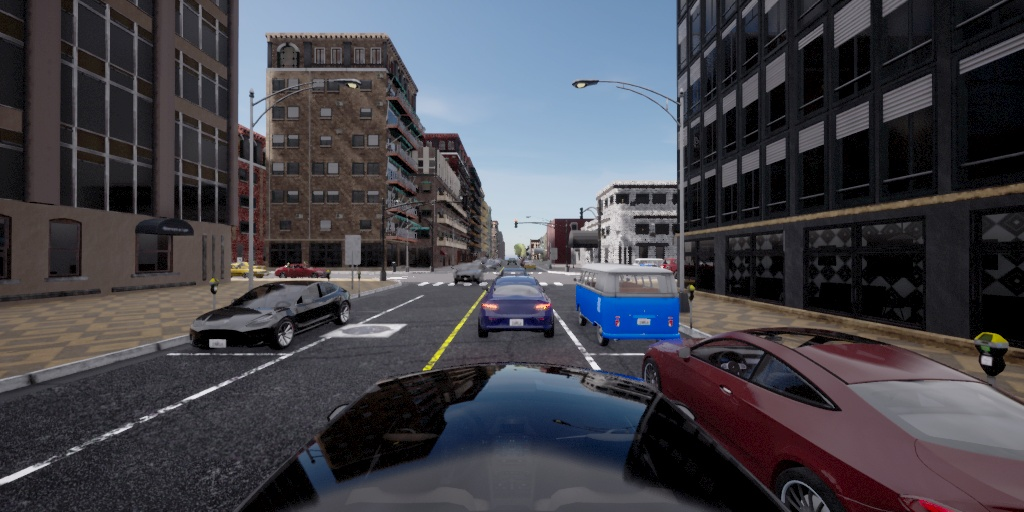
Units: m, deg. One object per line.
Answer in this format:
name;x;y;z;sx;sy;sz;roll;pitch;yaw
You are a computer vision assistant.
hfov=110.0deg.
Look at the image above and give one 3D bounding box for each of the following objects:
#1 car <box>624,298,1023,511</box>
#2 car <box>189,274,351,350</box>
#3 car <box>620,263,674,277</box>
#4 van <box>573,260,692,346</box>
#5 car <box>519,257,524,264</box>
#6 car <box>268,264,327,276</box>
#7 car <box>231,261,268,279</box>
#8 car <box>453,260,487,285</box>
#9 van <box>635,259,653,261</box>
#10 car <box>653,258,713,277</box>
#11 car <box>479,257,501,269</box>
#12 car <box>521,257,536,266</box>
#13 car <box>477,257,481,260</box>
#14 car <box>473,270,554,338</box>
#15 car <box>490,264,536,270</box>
car;2.658;1.332;3.392;1.802;1.307;4.207;0;0;0
car;-5.688;1.317;9.109;1.948;1.339;4.313;0;0;0
car;13.412;1.418;35.773;4.718;1.301;1.895;0;0;1
van;2.659;1.092;9.082;1.690;1.789;3.998;0;0;0
car;2.707;1.382;64.946;1.802;1.307;4.207;0;0;0
car;-17.460;1.284;29.894;4.207;1.307;1.802;0;0;0
car;-22.952;1.216;29.882;4.829;1.417;1.751;0;0;0
car;-3.090;1.245;26.300;1.837;1.490;4.892;0;0;0
van;14.906;1.175;38.343;3.998;1.789;1.690;0;0;0
car;14.927;1.107;29.963;5.009;1.841;2.192;0;0;0
car;-3.080;1.272;49.876;2.128;1.511;4.902;0;0;0
car;2.704;1.311;54.038;1.751;1.417;4.829;0;0;0
car;-5.676;1.318;59.238;1.751;1.417;4.829;0;0;0
car;0.103;1.277;10.082;1.812;1.442;4.674;0;0;0
car;0.097;1.318;18.534;1.994;1.385;4.181;0;0;0
